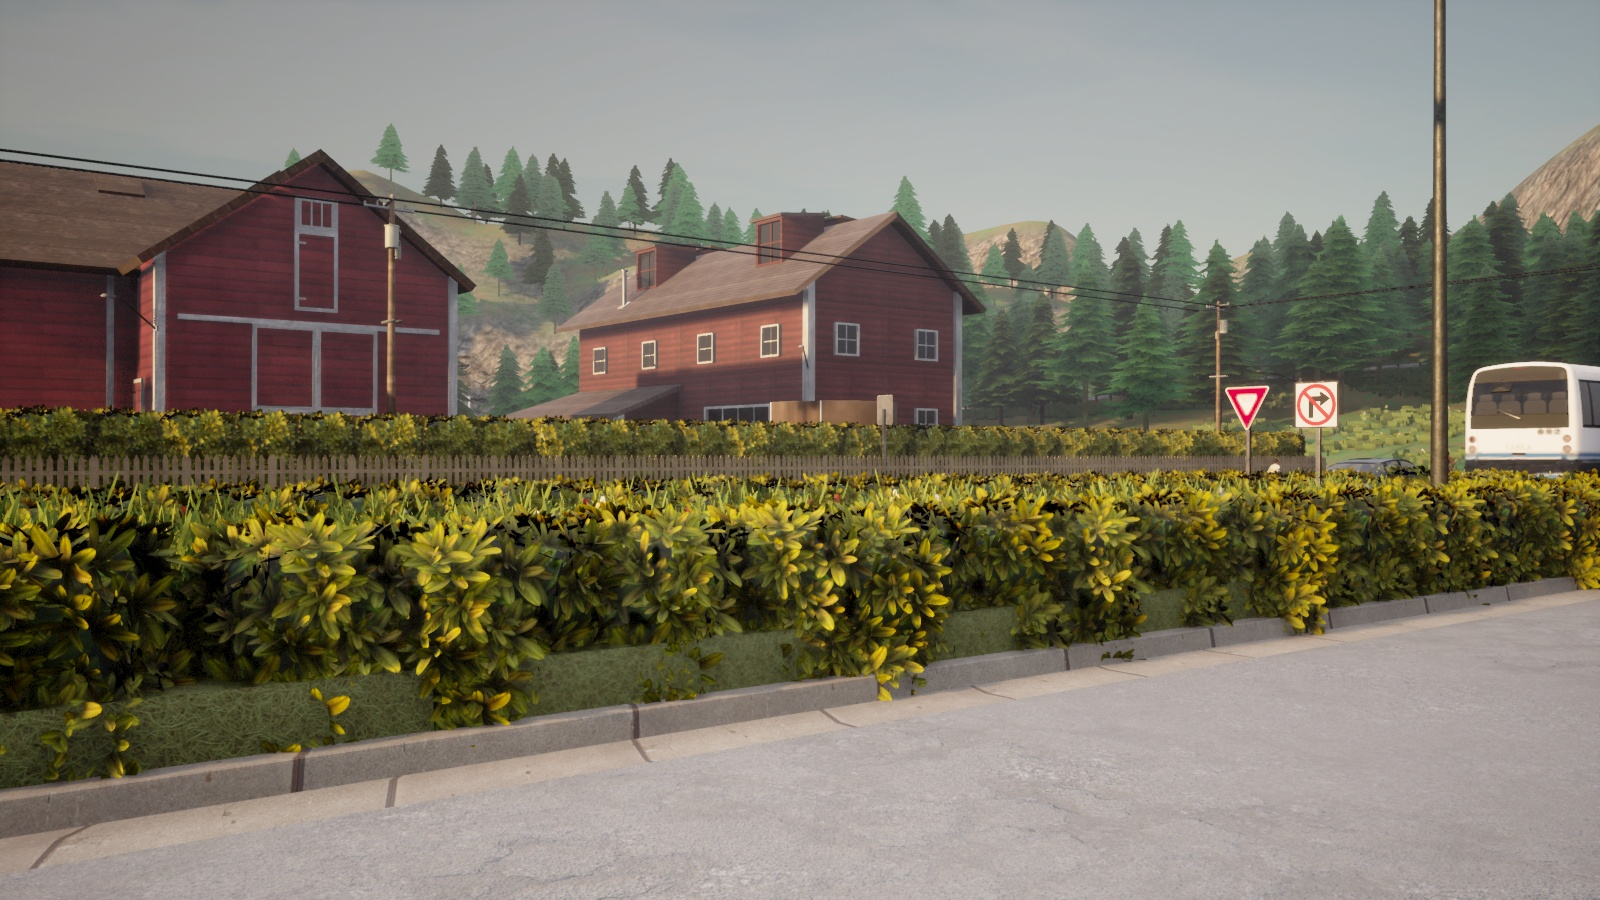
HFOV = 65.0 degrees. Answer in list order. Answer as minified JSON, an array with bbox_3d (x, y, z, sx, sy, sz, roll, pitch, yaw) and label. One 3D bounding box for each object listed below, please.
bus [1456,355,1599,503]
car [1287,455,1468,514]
[{"bbox_3d":[25.765,-0.587,40.675,10.273,4.253,3.944,0,-1,-37],"label":"bus"},{"bbox_3d":[15.108,0.840,32.725,5.357,1.411,2.033,0,0,-37],"label":"car"}]
